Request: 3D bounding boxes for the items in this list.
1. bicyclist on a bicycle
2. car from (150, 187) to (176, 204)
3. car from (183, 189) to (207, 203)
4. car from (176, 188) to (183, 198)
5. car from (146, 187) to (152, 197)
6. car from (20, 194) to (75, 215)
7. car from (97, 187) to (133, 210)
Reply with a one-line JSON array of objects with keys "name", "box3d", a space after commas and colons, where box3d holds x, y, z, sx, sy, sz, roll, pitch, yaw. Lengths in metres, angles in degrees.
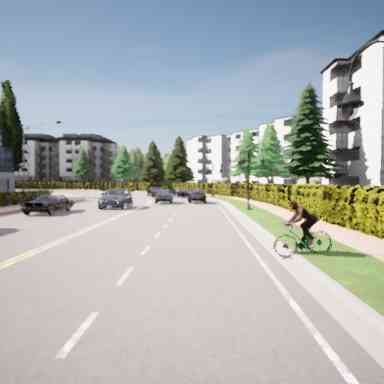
[{"name": "bicyclist on a bicycle", "box3d": [3.135, 1.052, 9.555, 1.656, 1.620, 0.582, -6, 2, 2]}, {"name": "car", "box3d": [-2.945, 0.460, 35.287, 2.033, 1.411, 5.357, 0, 2, -3]}, {"name": "car", "box3d": [0.470, 0.392, 36.077, 2.128, 1.511, 4.902, 0, 2, -4]}, {"name": "car", "box3d": [-1.708, 0.128, 48.098, 1.895, 1.301, 4.718, 0, 2, -18]}, {"name": "car", "box3d": [-5.237, 0.022, 47.574, 2.128, 1.511, 4.902, 0, 2, -19]}, {"name": "car", "box3d": [-10.045, 0.847, 23.449, 1.895, 1.301, 4.718, 0, 2, 1]}, {"name": "car", "box3d": [-6.311, 0.490, 27.783, 2.097, 1.767, 4.553, 0, 2, 2]}]
